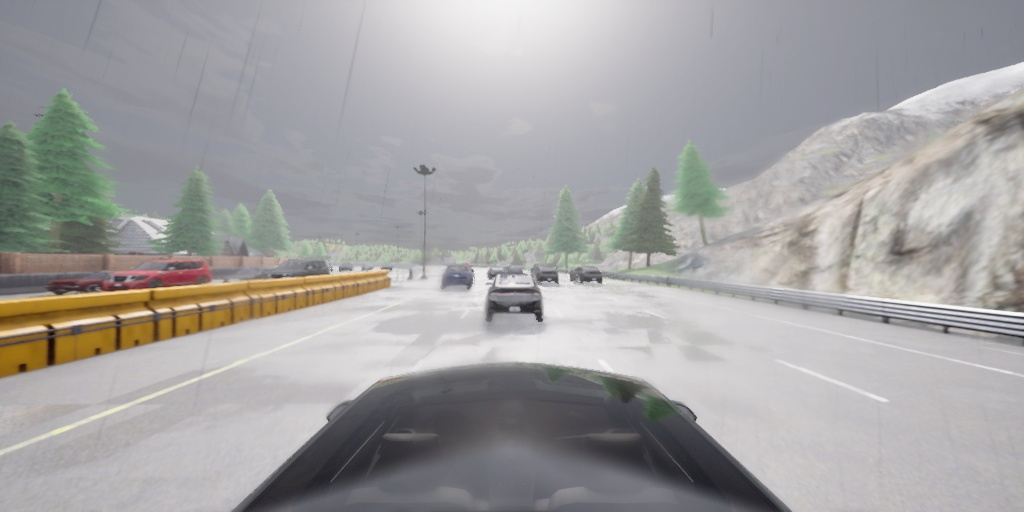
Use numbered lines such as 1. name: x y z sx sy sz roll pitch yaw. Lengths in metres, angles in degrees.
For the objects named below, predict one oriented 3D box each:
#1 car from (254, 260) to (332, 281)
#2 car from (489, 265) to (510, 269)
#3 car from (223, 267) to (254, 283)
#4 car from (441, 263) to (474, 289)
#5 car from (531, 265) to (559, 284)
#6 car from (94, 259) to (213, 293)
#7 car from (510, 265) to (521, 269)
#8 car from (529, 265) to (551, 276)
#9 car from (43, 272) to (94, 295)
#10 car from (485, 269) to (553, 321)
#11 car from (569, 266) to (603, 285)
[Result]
1. car: -14.469 1.260 24.421 2.150 2.045 5.566 0 -1 -4
2. car: -1.711 1.822 38.927 1.895 1.301 4.718 0 -1 -8
3. car: -18.066 1.543 25.409 2.128 1.511 4.902 0 -1 -5
4. car: -3.911 1.415 26.433 2.097 1.767 4.553 0 -1 -4
5. car: 2.754 1.627 31.114 1.837 1.490 4.892 1 -1 -6
6. car: -21.331 1.228 22.035 2.150 2.045 5.566 0 -1 -3
7. car: 0.114 1.910 48.805 1.994 1.385 4.181 0 -1 -12
8. car: 3.734 1.907 48.511 1.994 1.385 4.181 0 -1 -11
9. car: -24.844 1.608 21.931 1.895 1.301 4.718 0 -1 -3
10. car: 0.061 1.387 13.078 2.128 1.511 4.902 0 -1 -1
11. car: 6.277 1.624 30.868 1.837 1.490 4.892 1 -1 -5
